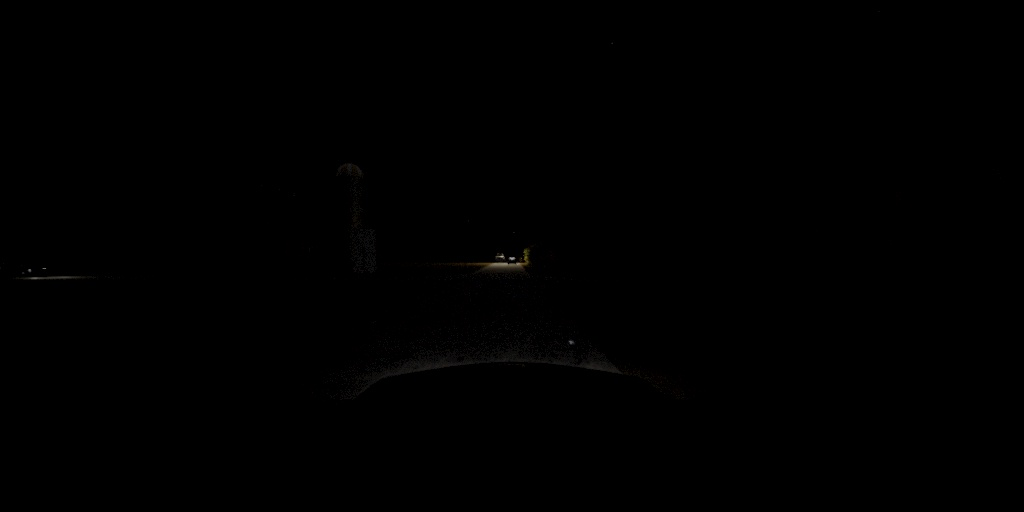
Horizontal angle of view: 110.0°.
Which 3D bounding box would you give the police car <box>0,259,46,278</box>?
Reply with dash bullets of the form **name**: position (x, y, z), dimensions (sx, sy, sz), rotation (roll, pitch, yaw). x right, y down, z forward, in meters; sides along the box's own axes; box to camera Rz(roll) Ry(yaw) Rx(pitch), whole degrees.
- **police car**: position (-41.827, 1.047, 29.754), dimensions (4.974, 1.542, 2.038), rotation (0, -1, 0)
